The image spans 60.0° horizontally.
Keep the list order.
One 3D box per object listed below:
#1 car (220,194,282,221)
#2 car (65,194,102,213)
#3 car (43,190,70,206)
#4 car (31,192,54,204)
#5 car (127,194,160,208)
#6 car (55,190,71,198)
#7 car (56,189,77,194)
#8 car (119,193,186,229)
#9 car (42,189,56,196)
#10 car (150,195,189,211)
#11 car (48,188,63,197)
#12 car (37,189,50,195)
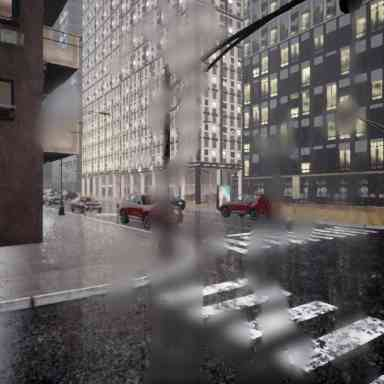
[{"bbox_3d":[4.208,1.027,24.305,2.192,1.841,5.009,1,0,-36],"label":"car"},{"bbox_3d":[-9.062,1.067,28.303,1.802,1.307,4.206,2,0,-36],"label":"car"},{"bbox_3d":[-15.582,0.827,37.276,2.008,1.369,4.403,2,0,-36],"label":"car"},{"bbox_3d":[-18.843,0.752,41.762,1.802,1.307,4.206,2,0,-36],"label":"car"},{"bbox_3d":[-5.582,0.966,37.768,1.947,1.339,4.313,1,0,-36],"label":"car"},{"bbox_3d":[-25.147,0.310,64.693,1.887,1.381,4.507,1,0,-36],"label":"car"},{"bbox_3d":[-19.501,0.516,52.494,1.837,1.490,4.892,0,1,-36],"label":"car"},{"bbox_3d":[-2.534,1.008,19.330,2.192,1.841,5.009,2,0,-36],"label":"car"},{"bbox_3d":[-31.668,0.097,73.667,1.887,1.381,4.507,1,0,-36],"label":"car"},{"bbox_3d":[-2.320,1.070,33.281,1.947,1.339,4.313,1,0,-36],"label":"car"},{"bbox_3d":[-28.404,0.099,69.179,1.967,1.590,4.097,1,0,-36],"label":"car"},{"bbox_3d":[-34.930,-0.011,78.155,1.887,1.381,4.507,1,0,-36],"label":"car"}]
